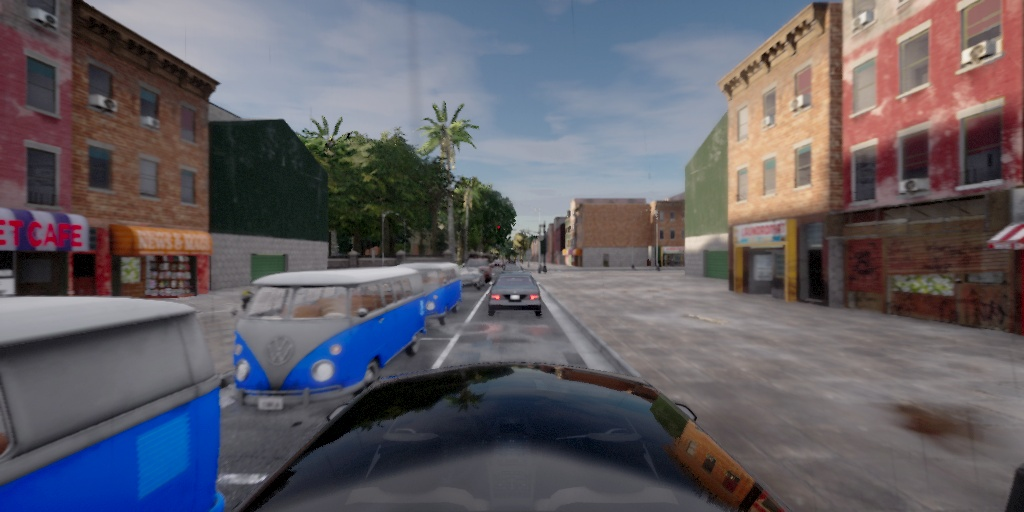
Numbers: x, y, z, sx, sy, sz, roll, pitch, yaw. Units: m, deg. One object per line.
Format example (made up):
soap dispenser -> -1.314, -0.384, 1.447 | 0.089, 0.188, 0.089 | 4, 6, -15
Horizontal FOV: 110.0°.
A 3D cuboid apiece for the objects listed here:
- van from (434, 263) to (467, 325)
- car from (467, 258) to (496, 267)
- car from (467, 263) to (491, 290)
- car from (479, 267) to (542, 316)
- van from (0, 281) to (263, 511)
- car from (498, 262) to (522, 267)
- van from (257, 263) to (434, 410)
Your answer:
van -> -2.636, 1.102, 11.484 | 1.690, 1.789, 3.998 | 0, 0, 0
car -> -2.633, 1.098, 27.875 | 2.192, 1.841, 5.009 | 0, 0, 0
car -> -2.634, 1.324, 22.412 | 2.007, 1.370, 4.403 | 0, 0, 0
car -> 0.097, 1.310, 13.484 | 2.033, 1.411, 5.357 | 0, 0, 0
van -> -2.638, 1.090, 0.555 | 1.690, 1.789, 3.998 | 0, 0, 0
car -> 0.099, 1.387, 29.417 | 1.895, 1.301, 4.718 | 0, 0, 0
van -> -2.637, 1.096, 6.020 | 1.690, 1.789, 3.998 | 0, 0, 0
